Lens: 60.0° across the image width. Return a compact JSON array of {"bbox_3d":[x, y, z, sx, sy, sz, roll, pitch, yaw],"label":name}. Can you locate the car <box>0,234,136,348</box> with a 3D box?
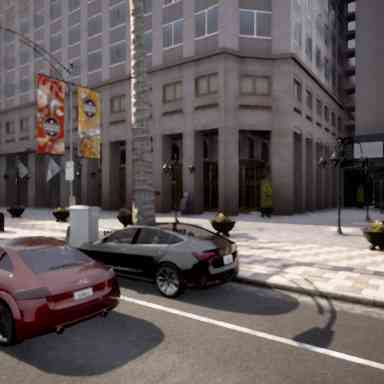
[{"bbox_3d":[-3.333,1.563,6.370,4.181,1.385,1.994,0,0,35],"label":"car"}]

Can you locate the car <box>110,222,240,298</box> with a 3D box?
[{"bbox_3d":[-1.125,1.512,8.591,4.786,1.482,2.161,0,0,35],"label":"car"}]
